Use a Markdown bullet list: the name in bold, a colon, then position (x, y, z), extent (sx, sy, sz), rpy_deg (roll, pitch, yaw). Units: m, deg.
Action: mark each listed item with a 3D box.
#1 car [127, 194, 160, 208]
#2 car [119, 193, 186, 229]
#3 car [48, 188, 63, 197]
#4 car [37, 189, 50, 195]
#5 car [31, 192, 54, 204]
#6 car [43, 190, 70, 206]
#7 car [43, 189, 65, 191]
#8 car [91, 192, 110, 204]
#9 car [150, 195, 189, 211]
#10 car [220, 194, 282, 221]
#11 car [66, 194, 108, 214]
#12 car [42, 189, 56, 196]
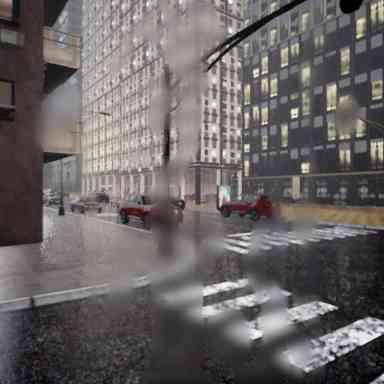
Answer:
- **car**: position (-5.590, 0.975, 37.769), extent (1.947, 1.339, 4.313), rpy_deg (1, 0, -36)
- **car**: position (-2.537, 1.013, 19.332), extent (2.192, 1.841, 5.009), rpy_deg (2, 0, -36)
- **car**: position (-28.422, 0.108, 69.173), extent (1.967, 1.590, 4.097), rpy_deg (2, 0, -36)
- **car**: position (-34.950, -0.001, 78.147), extent (1.887, 1.381, 4.507), rpy_deg (2, 0, -36)
- **car**: position (-18.852, 0.757, 41.758), extent (1.802, 1.307, 4.206), rpy_deg (2, 0, -36)
- **car**: position (-15.590, 0.832, 37.274), extent (2.008, 1.369, 4.403), rpy_deg (2, 0, -36)
- **car**: position (-25.381, 0.180, 60.566), extent (2.097, 1.767, 4.553), rpy_deg (0, 1, -37)
- **car**: position (-12.042, 0.766, 42.215), extent (1.837, 1.490, 4.892), rpy_deg (0, 1, -36)
- **car**: position (-2.327, 1.080, 33.283), extent (1.947, 1.339, 4.313), rpy_deg (1, 0, -36)
- **car**: position (4.204, 1.037, 24.309), extent (2.192, 1.841, 5.009), rpy_deg (1, 0, -36)
- **car**: position (-9.068, 1.072, 28.303), extent (1.802, 1.307, 4.206), rpy_deg (2, 0, -36)
- **car**: position (-31.687, 0.106, 73.660), extent (1.887, 1.381, 4.507), rpy_deg (2, 0, -36)
